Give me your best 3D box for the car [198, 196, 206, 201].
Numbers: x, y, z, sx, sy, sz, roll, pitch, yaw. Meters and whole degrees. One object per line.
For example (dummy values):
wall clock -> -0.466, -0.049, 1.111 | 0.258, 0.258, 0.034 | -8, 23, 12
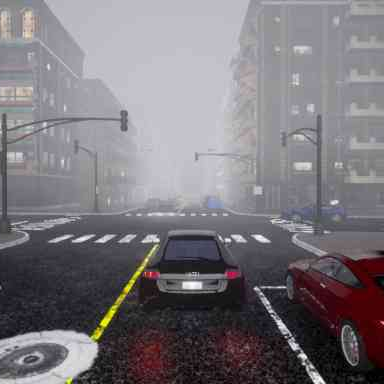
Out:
car -> 2.768, 1.769, 92.923 | 1.947, 1.339, 4.313 | -1, 0, 0

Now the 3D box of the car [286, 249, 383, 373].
car -> 2.793, 1.582, 5.353 | 1.802, 1.307, 4.206 | 0, 0, 0

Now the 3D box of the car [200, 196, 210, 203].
car -> 2.694, 1.663, 70.835 | 1.887, 1.381, 4.507 | -1, 0, 0

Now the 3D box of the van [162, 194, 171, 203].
van -> -5.833, 1.479, 76.418 | 1.690, 1.788, 3.998 | -1, 0, 0

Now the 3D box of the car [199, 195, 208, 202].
car -> 2.742, 1.598, 81.878 | 1.967, 1.590, 4.097 | -1, 0, 0

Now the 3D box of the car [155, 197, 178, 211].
car -> -3.093, 1.638, 40.920 | 1.895, 1.301, 4.718 | 0, 0, 0

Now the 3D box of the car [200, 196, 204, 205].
car -> 2.729, 1.367, 48.752 | 2.192, 1.841, 5.009 | -1, 0, 0

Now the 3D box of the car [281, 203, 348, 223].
car -> 9.583, 1.588, 26.272 | 5.008, 1.535, 1.882 | 1, 0, 0

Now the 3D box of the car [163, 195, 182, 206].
car -> -3.086, 1.609, 52.643 | 2.033, 1.411, 5.357 | 0, 0, 0

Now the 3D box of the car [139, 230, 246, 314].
car -> 0.003, 1.564, 7.691 | 1.994, 1.385, 4.181 | 0, 0, 0

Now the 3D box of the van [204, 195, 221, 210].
van -> 2.818, 1.382, 43.255 | 1.690, 1.788, 3.998 | -1, 0, 0

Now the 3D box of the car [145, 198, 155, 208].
car -> -5.834, 1.635, 48.803 | 1.802, 1.307, 4.206 | -1, 0, 0
